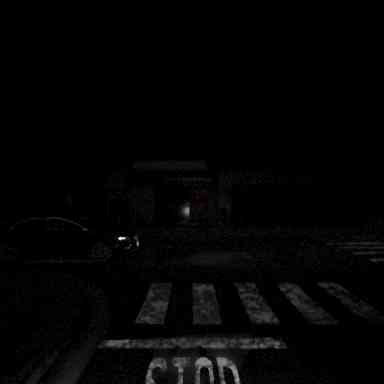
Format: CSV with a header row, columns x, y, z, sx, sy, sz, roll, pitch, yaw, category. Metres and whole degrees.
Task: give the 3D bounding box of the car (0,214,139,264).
x,y,z,sx,sy,sz,roll,pitch,yaw,category
-4.303,1.510,11.312,4.902,1.511,2.128,-1,-1,0,car
